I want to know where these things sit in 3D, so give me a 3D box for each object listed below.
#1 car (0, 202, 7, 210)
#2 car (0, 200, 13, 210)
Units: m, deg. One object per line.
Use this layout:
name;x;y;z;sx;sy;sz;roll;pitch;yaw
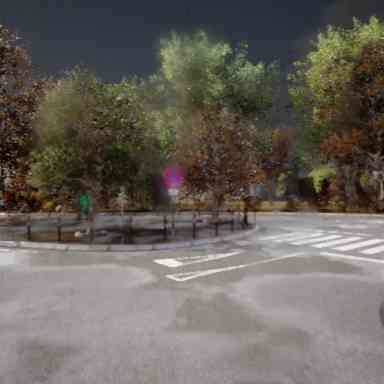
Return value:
car;-41.910;3.008;69.974;4.892;1.521;2.231;0;-1;-38
car;-36.748;2.697;63.251;4.553;1.767;2.185;0;0;-38
